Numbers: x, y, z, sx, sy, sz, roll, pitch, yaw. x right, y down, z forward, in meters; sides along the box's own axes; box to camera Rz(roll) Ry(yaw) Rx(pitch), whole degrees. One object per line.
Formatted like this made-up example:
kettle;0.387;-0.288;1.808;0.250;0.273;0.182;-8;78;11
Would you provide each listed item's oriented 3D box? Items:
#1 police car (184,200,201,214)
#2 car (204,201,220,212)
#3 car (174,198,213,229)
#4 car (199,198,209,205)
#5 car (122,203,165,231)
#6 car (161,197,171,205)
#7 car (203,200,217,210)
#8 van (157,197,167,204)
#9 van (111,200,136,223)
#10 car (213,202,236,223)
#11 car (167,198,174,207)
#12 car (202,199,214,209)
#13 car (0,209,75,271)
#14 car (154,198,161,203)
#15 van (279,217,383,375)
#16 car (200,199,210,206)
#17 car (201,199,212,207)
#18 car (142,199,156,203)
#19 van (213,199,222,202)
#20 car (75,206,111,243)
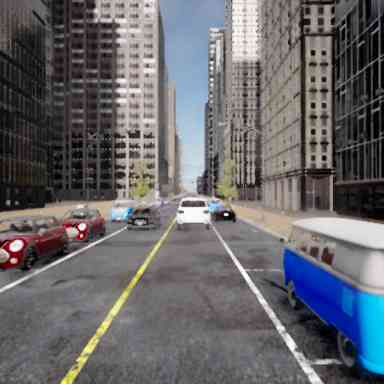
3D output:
police car;0.074;1.864;41.690;2.038;1.542;4.974;0;0;0
car;2.663;1.950;45.114;1.947;1.339;4.313;0;0;0
car;0.088;1.433;23.427;2.150;2.045;5.566;0;0;0
car;2.645;2.142;73.457;2.008;1.369;4.403;0;0;0
car;-3.113;1.705;22.345;1.837;1.490;4.892;0;0;0
car;-5.735;2.032;73.451;1.967;1.590;4.097;0;0;0
car;2.659;1.993;50.782;1.947;1.339;4.313;0;0;0
van;-5.725;1.812;56.446;1.690;1.788;3.998;0;0;0
van;-5.707;1.590;28.105;1.690;1.788;3.998;0;0;0
car;2.673;1.814;28.109;1.947;1.339;4.313;0;0;0
car;-3.072;1.874;63.442;2.097;1.767;4.553;0;0;1
car;2.656;1.997;56.622;1.752;1.417;4.829;0;0;0
car;-5.697;1.543;11.099;1.967;1.590;4.097;0;-1;0
car;-5.718;1.935;45.108;2.008;1.369;4.403;0;0;0
van;2.688;1.392;5.436;1.690;1.788;3.998;0;-1;0
car;2.648;2.079;67.960;1.752;1.417;4.829;0;0;0
car;2.652;2.063;62.119;2.008;1.369;4.403;0;0;0
car;-5.714;1.864;39.271;1.752;1.417;4.829;0;0;0
van;2.667;1.681;39.448;1.690;1.788;3.998;0;0;0
car;-5.700;1.592;16.766;1.967;1.590;4.097;0;-1;0
